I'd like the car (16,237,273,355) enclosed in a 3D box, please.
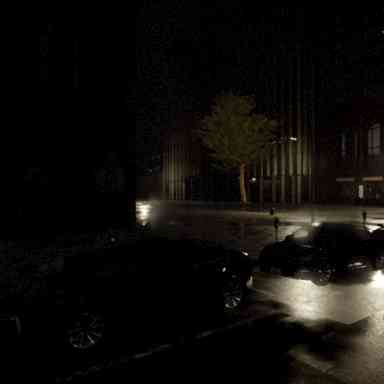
[{"bbox_3d":[-0.762,1.566,6.116,4.313,1.339,1.947,0,0,-36],"label":"car"}]

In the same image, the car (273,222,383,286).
[{"bbox_3d":[3.817,1.566,9.402,4.313,1.339,1.947,0,0,-36],"label":"car"}]
